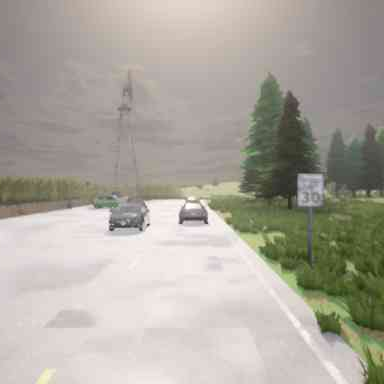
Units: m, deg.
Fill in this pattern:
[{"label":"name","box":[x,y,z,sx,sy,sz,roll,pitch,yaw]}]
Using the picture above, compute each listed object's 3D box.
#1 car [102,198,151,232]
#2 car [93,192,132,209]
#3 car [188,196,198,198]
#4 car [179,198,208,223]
[{"label":"car","box":[-3.501,1.350,19.324,1.837,1.490,4.892,0,0,0]},{"label":"car","box":[-9.547,1.178,39.423,3.988,1.617,1.851,0,0,-1]},{"label":"car","box":[0.096,1.226,41.417,2.033,1.411,5.357,0,0,0]},{"label":"car","box":[0.097,1.381,23.488,1.994,1.385,4.181,0,0,0]}]
